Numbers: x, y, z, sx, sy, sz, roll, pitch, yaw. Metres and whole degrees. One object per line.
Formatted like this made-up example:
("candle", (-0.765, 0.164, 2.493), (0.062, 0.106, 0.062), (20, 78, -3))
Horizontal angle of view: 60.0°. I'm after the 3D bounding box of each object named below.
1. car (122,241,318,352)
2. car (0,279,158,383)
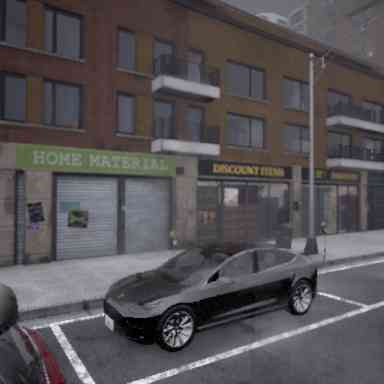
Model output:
("car", (0.563, 1.657, 6.296), (4.313, 1.339, 1.947), (1, -1, -33))
("car", (-2.642, 1.356, 1.070), (4.553, 1.767, 2.097), (1, -1, -33))
